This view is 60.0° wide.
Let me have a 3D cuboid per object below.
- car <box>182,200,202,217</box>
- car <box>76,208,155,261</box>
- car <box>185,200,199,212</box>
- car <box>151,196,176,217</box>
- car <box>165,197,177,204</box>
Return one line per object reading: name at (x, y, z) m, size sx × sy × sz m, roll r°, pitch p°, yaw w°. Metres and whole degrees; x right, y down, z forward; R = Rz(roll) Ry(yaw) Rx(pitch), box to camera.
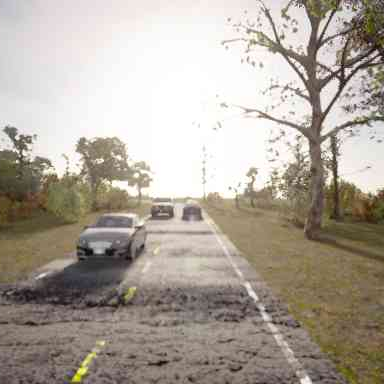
car at (-0.001, 1.720, 33.815) m, size 1.882 × 1.535 × 5.008 m, roll 0°, pitch 0°, yaw 0°
car at (-2.879, 1.580, 12.760) m, size 2.128 × 1.511 × 4.902 m, roll 0°, pitch 0°, yaw 0°
car at (-0.034, 1.831, 44.671) m, size 1.837 × 1.490 × 4.892 m, roll 0°, pitch 0°, yaw 0°
car at (-2.964, 1.473, 34.866) m, size 2.150 × 2.045 × 5.566 m, roll 0°, pitch 0°, yaw 0°
car at (-4.908, 1.854, 76.490) m, size 2.128 × 1.511 × 4.902 m, roll 0°, pitch 0°, yaw -11°
